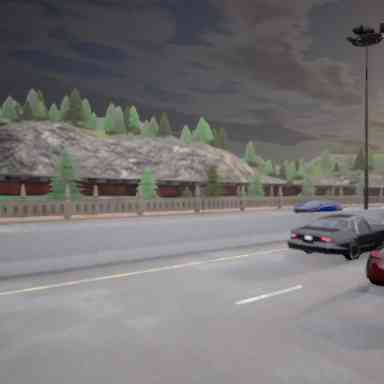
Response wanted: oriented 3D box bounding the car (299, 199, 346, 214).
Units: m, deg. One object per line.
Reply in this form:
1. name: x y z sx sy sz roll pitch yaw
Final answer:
1. car: 13.969 1.464 35.414 5.357 1.411 2.033 0 0 -35

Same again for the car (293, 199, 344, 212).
1. car: 10.897 1.411 28.937 5.008 1.535 1.882 0 0 -35

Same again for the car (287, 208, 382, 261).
1. car: 5.799 1.518 12.180 5.357 1.411 2.033 0 0 -35

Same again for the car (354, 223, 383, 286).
1. car: 6.088 1.540 8.087 4.181 1.385 1.994 0 0 -35
